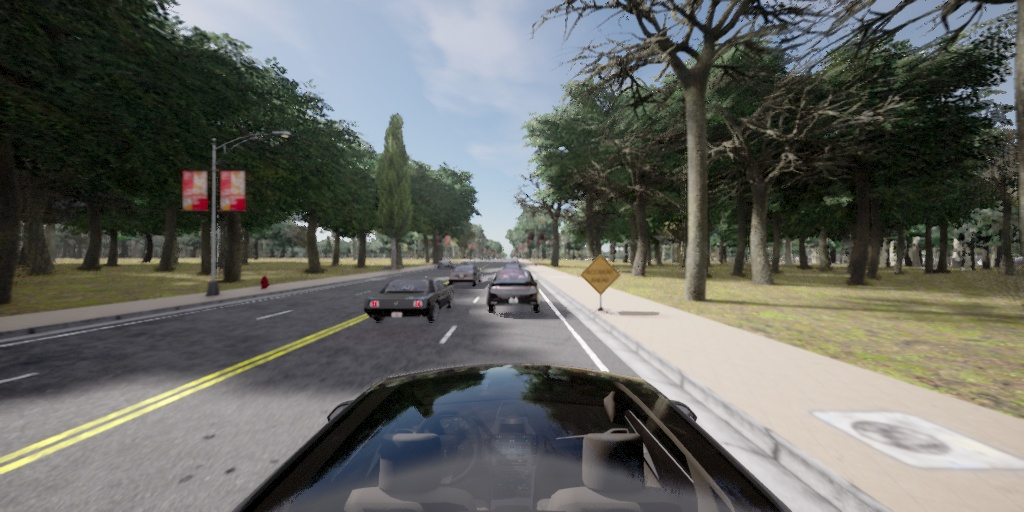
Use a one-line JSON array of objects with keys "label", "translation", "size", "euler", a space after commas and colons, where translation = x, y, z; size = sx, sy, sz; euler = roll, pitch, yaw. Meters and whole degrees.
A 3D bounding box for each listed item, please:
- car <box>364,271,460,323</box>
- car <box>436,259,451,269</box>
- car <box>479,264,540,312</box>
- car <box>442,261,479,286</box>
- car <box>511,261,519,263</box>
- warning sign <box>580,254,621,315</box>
[{"label": "car", "translation": [-3.196, 1.366, 12.235], "size": [1.895, 1.301, 4.718], "euler": [0, 0, 0]}, {"label": "car", "translation": [-9.941, 1.239, 53.707], "size": [1.812, 1.442, 4.674], "euler": [0, 0, 0]}, {"label": "car", "translation": [0.065, 1.260, 14.188], "size": [2.128, 1.511, 4.902], "euler": [0, 0, 0]}, {"label": "car", "translation": [-3.231, 1.320, 25.444], "size": [2.033, 1.411, 5.357], "euler": [0, 0, 0]}, {"label": "car", "translation": [0.038, 1.334, 29.841], "size": [1.994, 1.385, 4.181], "euler": [0, 0, 0]}, {"label": "warning sign", "translation": [2.847, 0.881, 11.534], "size": [1.300, 1.860, 1.060], "euler": [0, 0, 0]}]
